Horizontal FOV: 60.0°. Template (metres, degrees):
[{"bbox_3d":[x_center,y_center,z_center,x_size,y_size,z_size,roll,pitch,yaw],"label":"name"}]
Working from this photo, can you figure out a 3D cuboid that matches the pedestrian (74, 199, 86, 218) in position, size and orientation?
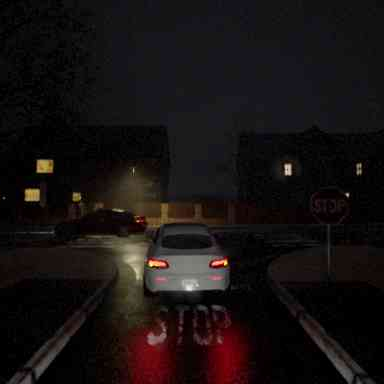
[{"bbox_3d":[-6.751,1.297,20.061,0.375,1.860,0.375,0,-1,1],"label":"pedestrian"}]

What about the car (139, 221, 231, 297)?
[{"bbox_3d":[-0.190,1.500,8.405,1.812,1.442,4.674,0,0,-4],"label":"car"}]

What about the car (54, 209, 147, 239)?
[{"bbox_3d":[-4.627,1.596,17.118,4.674,1.442,1.812,-1,-1,1],"label":"car"}]
